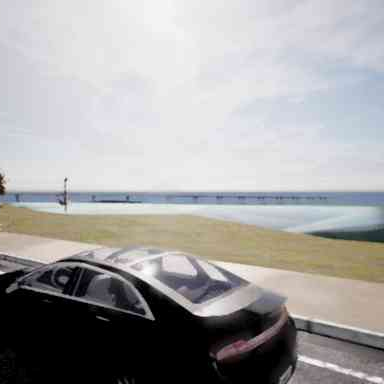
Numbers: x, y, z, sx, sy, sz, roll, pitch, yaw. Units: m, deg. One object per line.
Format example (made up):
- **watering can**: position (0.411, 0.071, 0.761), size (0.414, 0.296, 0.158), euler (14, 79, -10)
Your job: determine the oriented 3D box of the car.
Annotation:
- **car**: position (-1.117, 1.501, 4.483), size (4.902, 1.511, 2.128), euler (0, 0, 35)
